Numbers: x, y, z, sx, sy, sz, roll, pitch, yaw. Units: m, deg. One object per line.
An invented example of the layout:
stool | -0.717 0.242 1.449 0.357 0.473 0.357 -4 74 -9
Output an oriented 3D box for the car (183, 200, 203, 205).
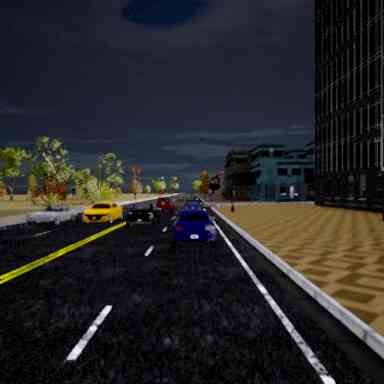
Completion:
car | 0.092 1.540 33.501 2.033 1.411 5.357 0 0 0

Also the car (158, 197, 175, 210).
car | -3.160 1.342 38.831 2.097 1.767 4.553 0 0 0

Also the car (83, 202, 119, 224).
car | -6.529 1.472 24.736 1.882 1.535 5.008 0 0 0

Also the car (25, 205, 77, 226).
car | -9.791 1.596 23.445 1.895 1.301 4.718 0 0 0

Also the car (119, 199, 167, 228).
car | -3.152 1.487 22.374 2.128 1.511 4.902 0 0 0

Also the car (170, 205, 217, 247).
car | 0.095 1.523 14.870 1.812 1.442 4.674 0 0 0
